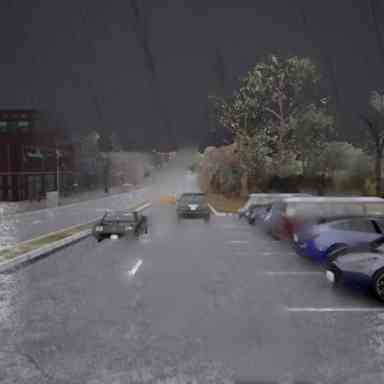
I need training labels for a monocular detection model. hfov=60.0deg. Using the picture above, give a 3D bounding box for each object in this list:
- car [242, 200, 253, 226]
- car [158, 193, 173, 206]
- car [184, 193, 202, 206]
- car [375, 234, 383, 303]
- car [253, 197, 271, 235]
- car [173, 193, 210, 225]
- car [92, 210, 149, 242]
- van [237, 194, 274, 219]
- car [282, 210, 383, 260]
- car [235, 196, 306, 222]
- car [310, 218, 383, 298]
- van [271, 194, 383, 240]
[{"bbox_3d":[5.522,1.366,18.518,4.892,1.521,2.231,0,1,0],"label":"car"},{"bbox_3d":[-3.174,0.880,42.324,1.882,1.535,5.008,0,2,0],"label":"car"},{"bbox_3d":[0.077,0.892,42.364,2.128,1.511,4.902,0,2,0],"label":"car"},{"bbox_3d":[5.538,1.505,4.742,4.674,1.452,2.002,0,0,0],"label":"car"},{"bbox_3d":[5.498,1.267,15.889,4.553,1.767,2.185,0,1,0],"label":"car"},{"bbox_3d":[0.084,1.050,23.019,2.150,2.045,5.566,0,1,0],"label":"car"},{"bbox_3d":[-3.165,1.515,15.750,1.895,1.301,4.718,0,1,0],"label":"car"},{"bbox_3d":[5.410,1.107,21.273,4.442,1.987,1.878,0,1,0],"label":"van"},{"bbox_3d":[5.562,1.465,10.253,4.792,1.488,2.163,0,0,0],"label":"car"},{"bbox_3d":[5.555,1.168,24.027,4.553,1.767,2.185,0,1,0],"label":"car"},{"bbox_3d":[5.504,1.483,7.501,4.792,1.488,2.163,0,0,0],"label":"car"},{"bbox_3d":[5.647,1.191,13.004,4.442,1.987,1.878,0,0,0],"label":"van"}]
